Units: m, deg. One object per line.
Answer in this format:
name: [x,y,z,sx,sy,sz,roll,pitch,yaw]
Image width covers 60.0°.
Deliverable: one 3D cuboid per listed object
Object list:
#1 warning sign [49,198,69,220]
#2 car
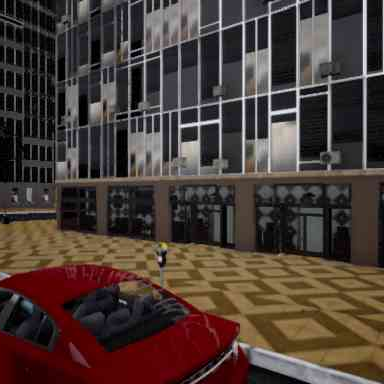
warning sign: [-11.649,1.452,29.083,1.300,1.860,1.060,1,1,33]
car: [-1.579,1.543,3.847,4.507,1.381,1.887,0,0,36]
